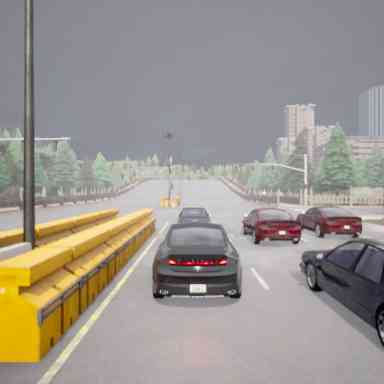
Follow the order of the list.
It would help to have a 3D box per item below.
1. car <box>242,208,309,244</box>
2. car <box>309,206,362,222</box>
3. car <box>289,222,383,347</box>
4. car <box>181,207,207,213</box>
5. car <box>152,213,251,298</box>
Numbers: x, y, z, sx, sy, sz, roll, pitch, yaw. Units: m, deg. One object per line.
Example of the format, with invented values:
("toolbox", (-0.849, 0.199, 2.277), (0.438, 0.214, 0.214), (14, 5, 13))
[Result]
("car", (3.598, 1.471, 15.729), (1.882, 1.535, 5.008), (0, 0, 0))
("car", (7.097, 1.470, 17.716), (1.882, 1.535, 5.008), (0, 0, 0))
("car", (3.594, 1.545, 5.904), (2.033, 1.411, 5.357), (0, 0, 0))
("car", (0.097, 1.540, 18.192), (2.033, 1.411, 5.357), (0, 0, 0))
("car", (0.101, 1.501, 8.461), (1.837, 1.490, 4.892), (0, 0, 0))
